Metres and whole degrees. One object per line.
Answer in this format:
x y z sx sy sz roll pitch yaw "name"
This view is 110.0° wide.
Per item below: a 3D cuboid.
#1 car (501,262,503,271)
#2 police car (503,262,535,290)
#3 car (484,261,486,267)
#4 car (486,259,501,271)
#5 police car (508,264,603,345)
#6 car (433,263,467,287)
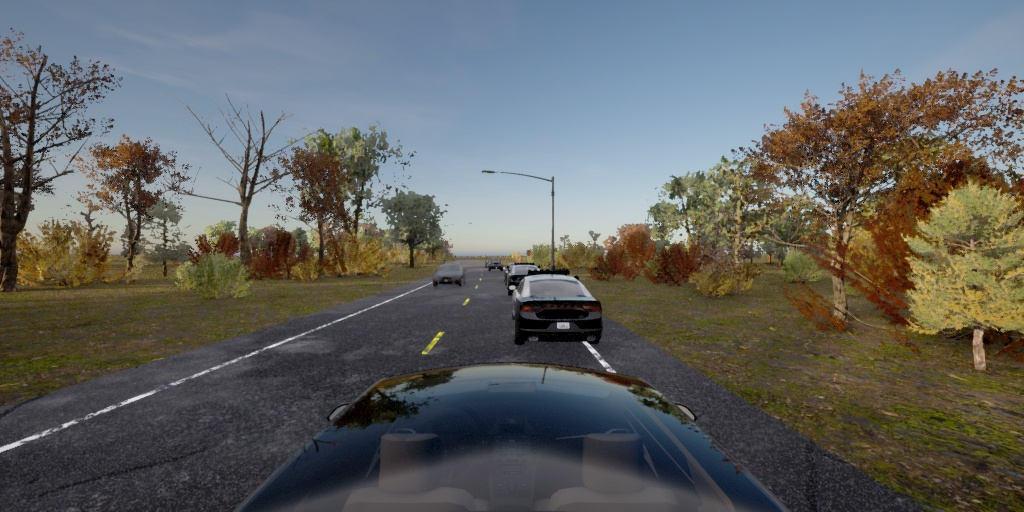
0.405 1.217 25.650 1.882 1.535 5.008 0 0 -3 "car"
0.674 1.170 19.732 1.930 1.638 5.238 0 0 -2 "police car"
-3.535 1.209 60.211 2.128 1.511 4.902 0 0 -7 "car"
-2.184 1.234 47.321 1.837 1.490 4.892 0 0 -5 "car"
0.967 1.174 9.681 1.930 1.638 5.238 0 0 -1 "police car"
-4.131 1.247 24.221 1.837 1.490 4.892 0 0 -3 "car"
